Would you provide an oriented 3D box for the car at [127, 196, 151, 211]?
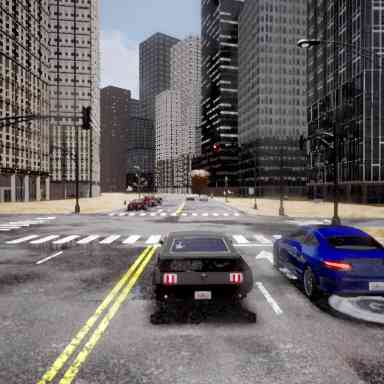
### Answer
[{"bbox_3d":[-6.561,1.530,40.362,1.994,1.385,4.181,0,0,0],"label":"car"}]

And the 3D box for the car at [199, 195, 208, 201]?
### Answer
[{"bbox_3d":[2.772,1.397,80.574,1.812,1.442,4.674,0,0,-4],"label":"car"}]

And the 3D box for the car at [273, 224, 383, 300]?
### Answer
[{"bbox_3d":[3.349,1.523,8.272,1.812,1.442,4.674,0,0,1],"label":"car"}]

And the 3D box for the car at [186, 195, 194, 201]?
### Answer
[{"bbox_3d":[-0.477,1.469,80.459,1.895,1.301,4.718,0,0,-4],"label":"car"}]

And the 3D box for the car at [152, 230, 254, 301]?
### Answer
[{"bbox_3d":[0.106,1.598,8.302,1.895,1.301,4.718,0,0,-3],"label":"car"}]

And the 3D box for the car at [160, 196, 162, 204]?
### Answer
[{"bbox_3d":[-6.540,1.416,60.902,2.128,1.511,4.902,0,0,0],"label":"car"}]

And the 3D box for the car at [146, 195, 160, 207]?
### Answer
[{"bbox_3d":[-6.551,1.299,50.611,2.097,1.767,4.553,0,0,0],"label":"car"}]
